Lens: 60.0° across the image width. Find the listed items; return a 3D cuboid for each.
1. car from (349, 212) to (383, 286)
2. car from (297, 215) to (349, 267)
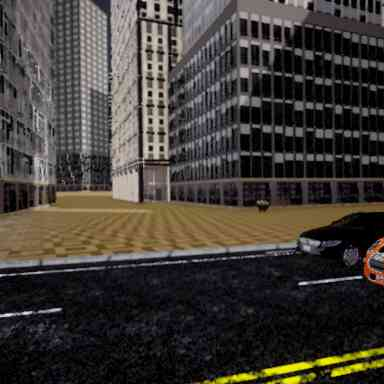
[{"bbox_3d":[6.193,1.223,7.411,4.553,1.767,2.097,-1,0,-18],"label":"car"},{"bbox_3d":[5.639,1.379,10.626,4.674,1.442,1.812,-1,0,-18],"label":"car"}]
